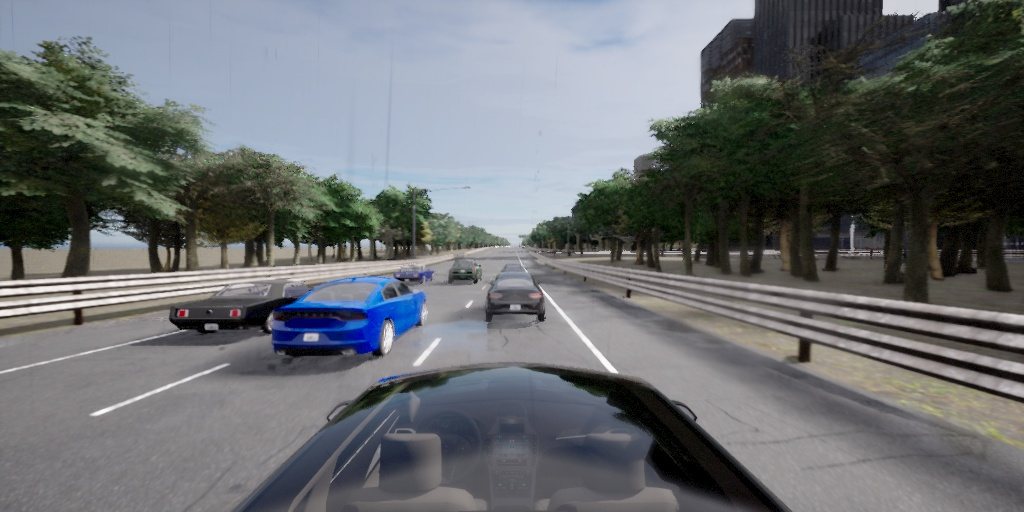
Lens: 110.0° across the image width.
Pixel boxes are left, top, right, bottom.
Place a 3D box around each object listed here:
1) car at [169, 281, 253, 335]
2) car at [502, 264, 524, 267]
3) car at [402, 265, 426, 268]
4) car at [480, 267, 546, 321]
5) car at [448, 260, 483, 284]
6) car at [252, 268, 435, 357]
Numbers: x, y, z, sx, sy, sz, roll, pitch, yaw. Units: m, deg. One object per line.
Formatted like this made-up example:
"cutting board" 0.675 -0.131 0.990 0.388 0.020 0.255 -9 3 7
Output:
"car" -6.903 1.346 10.468 1.895 1.301 4.718 0 0 0
"car" 0.095 1.271 27.843 1.994 1.385 4.181 0 0 0
"car" -6.904 1.314 25.868 1.895 1.301 4.718 0 0 0
"car" 0.097 1.268 12.293 1.812 1.442 4.674 0 0 0
"car" -3.405 1.062 26.955 2.097 1.767 4.553 0 0 0
"car" -3.404 1.224 8.556 1.882 1.535 5.008 0 0 0
